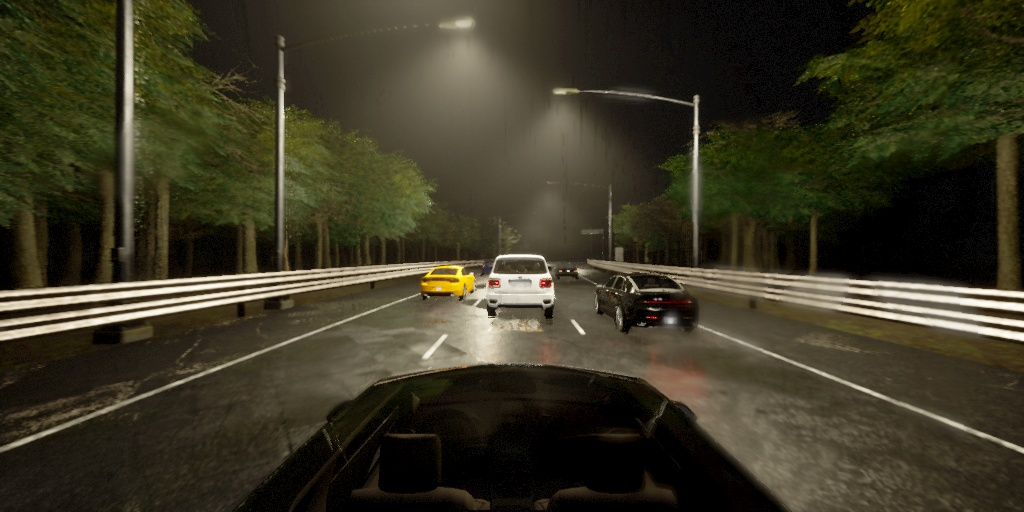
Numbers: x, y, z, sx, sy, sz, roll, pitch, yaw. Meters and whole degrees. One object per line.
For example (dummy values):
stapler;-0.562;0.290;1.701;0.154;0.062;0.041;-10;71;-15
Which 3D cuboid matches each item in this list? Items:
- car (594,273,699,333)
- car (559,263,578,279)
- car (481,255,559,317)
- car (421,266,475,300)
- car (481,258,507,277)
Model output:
car;3.759;1.260;10.791;1.837;1.490;4.892;0;0;1
car;4.860;1.301;32.273;2.033;1.411;5.357;0;0;5
car;0.317;0.973;13.272;2.150;2.045;5.566;0;0;2
car;-3.018;1.226;17.690;1.882;1.535;5.008;0;0;2
car;-1.775;1.096;36.659;2.097;1.767;4.553;0;0;5
